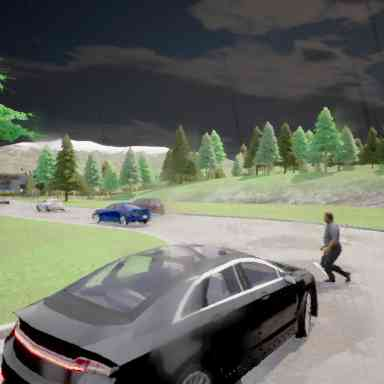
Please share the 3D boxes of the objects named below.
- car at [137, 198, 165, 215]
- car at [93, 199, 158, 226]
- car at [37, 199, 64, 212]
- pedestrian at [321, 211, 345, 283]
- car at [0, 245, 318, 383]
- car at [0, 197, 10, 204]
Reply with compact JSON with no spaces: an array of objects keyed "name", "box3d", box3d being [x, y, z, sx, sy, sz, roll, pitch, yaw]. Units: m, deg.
[{"name":"car","box3d":[-4.728,1.353,32.327,4.553,1.767,2.097,0,0,41]},{"name":"car","box3d":[-4.986,1.477,23.414,5.008,1.535,1.882,0,0,40]},{"name":"car","box3d":[-16.464,1.526,38.711,1.812,1.442,4.674,0,0,-44]},{"name":"pedestrian","box3d":[3.409,1.294,8.099,0.375,1.860,0.375,0,0,12]},{"name":"car","box3d":[0.170,1.491,4.547,2.128,1.511,4.902,1,0,39]},{"name":"car","box3d":[-34.594,1.600,60.754,1.895,1.301,4.718,0,0,-36]}]
